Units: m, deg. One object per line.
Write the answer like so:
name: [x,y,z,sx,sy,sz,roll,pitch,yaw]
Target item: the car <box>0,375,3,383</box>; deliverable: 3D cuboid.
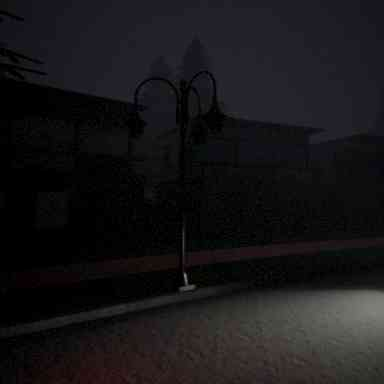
car: [-3.449,1.574,1.365,4.718,1.301,1.895,1,-1,-35]
